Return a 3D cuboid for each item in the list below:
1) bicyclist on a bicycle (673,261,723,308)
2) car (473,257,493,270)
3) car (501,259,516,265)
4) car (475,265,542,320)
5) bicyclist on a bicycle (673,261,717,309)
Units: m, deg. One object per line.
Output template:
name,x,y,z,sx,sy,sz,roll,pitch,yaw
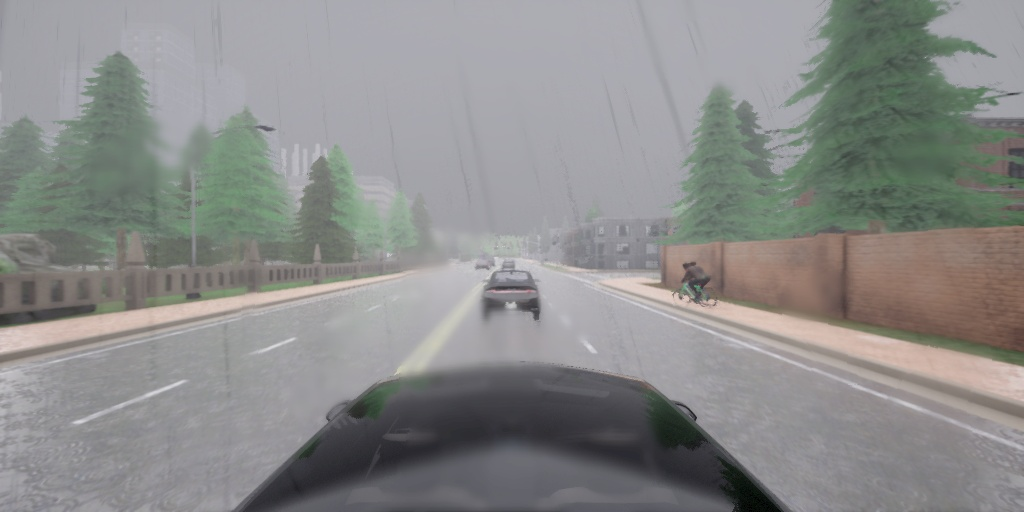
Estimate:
bicyclist on a bicycle,6.931,1.022,13.433,0.582,1.620,1.656,0,0,-24
car,-4.141,1.243,50.514,1.882,1.535,5.008,0,0,0
car,-0.486,1.242,52.293,2.128,1.511,4.902,0,0,-1
car,-0.019,1.241,12.636,2.128,1.511,4.902,0,0,-1
bicyclist on a bicycle,6.333,1.048,12.606,0.582,1.620,1.656,-8,1,-31
